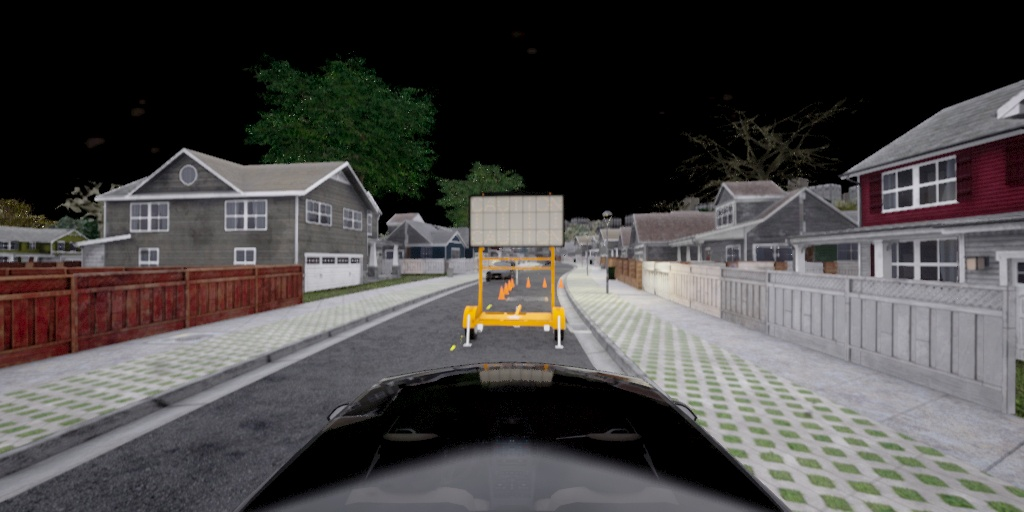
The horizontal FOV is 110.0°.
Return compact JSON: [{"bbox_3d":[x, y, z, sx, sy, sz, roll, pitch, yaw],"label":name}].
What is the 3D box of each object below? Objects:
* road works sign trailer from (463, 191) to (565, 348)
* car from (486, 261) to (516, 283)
[{"bbox_3d":[0.130,0.185,9.169,2.380,3.560,2.880,0,0,5],"label":"road works sign trailer"},{"bbox_3d":[-0.688,1.178,27.248,1.837,1.490,4.892,0,0,9],"label":"car"}]
